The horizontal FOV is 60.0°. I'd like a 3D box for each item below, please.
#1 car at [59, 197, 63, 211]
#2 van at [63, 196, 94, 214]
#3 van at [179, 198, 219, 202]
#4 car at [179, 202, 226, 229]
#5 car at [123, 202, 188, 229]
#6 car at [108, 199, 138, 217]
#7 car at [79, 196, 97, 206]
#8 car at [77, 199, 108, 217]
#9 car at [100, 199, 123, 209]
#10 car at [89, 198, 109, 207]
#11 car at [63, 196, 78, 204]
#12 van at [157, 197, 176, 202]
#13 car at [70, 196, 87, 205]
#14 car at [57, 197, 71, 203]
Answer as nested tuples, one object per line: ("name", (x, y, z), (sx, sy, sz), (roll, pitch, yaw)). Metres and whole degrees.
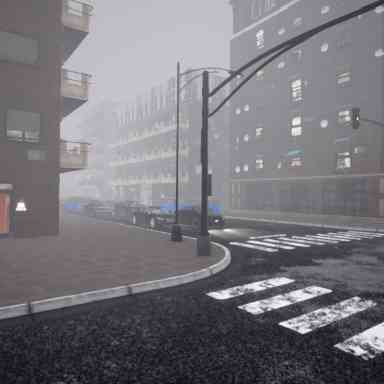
("car", (-15.202, 1.580, 39.980), (2.008, 1.369, 4.403), (1, -1, -35))
("van", (-12.017, 1.361, 35.381), (1.690, 1.788, 3.998), (1, -1, -35))
("van", (0.829, 1.439, 30.664), (1.690, 1.788, 3.998), (1, -1, -35))
("car", (0.358, 1.581, 21.823), (1.994, 1.385, 4.181), (1, -1, -35))
("car", (-2.470, 1.539, 21.579), (2.008, 1.369, 4.403), (1, -1, -35))
("car", (-5.546, 1.528, 30.359), (2.128, 1.511, 4.902), (1, -1, -35))
("car", (-18.270, 1.597, 58.266), (1.967, 1.590, 4.097), (1, -1, -35))
("car", (-8.836, 1.591, 30.779), (1.802, 1.307, 4.206), (1, -1, -35))
("car", (-11.905, 1.683, 49.064), (1.887, 1.381, 4.507), (1, -1, -35))
("car", (-15.088, 1.729, 53.664), (1.802, 1.307, 4.206), (1, -1, -35))
("car", (-24.636, 1.614, 67.467), (1.967, 1.590, 4.097), (1, -1, -35))
("van", (-2.354, 1.449, 35.265), (1.690, 1.788, 3.998), (1, -1, -35))
("car", (-21.453, 1.605, 62.866), (1.967, 1.590, 4.097), (1, -1, -35))
("car", (-27.820, 1.727, 72.067), (1.887, 1.381, 4.507), (1, -1, -35))
